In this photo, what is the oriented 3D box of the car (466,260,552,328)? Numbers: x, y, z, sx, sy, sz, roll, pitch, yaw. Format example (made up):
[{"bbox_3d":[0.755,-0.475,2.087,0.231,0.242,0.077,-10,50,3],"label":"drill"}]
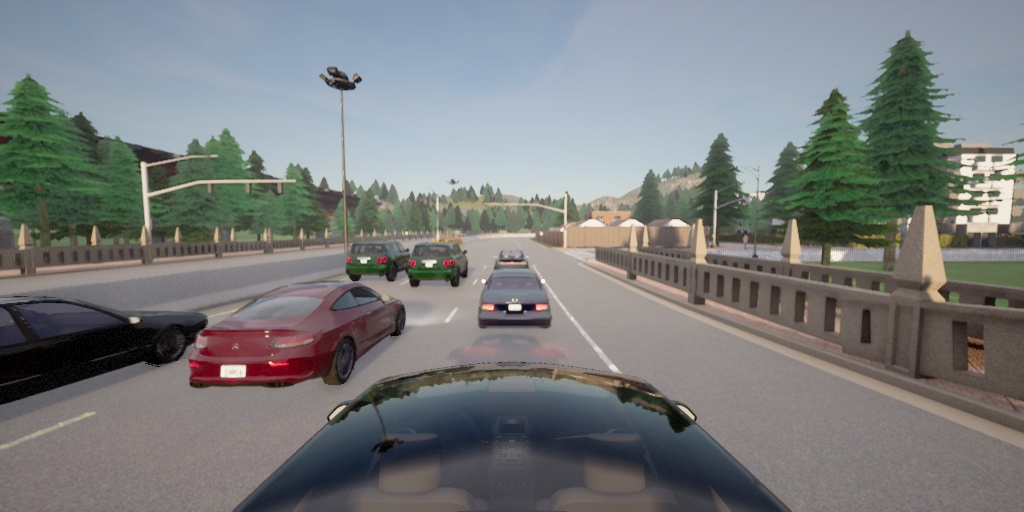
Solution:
[{"bbox_3d":[0.047,1.064,10.416,2.033,1.411,5.357,0,3,0],"label":"car"}]

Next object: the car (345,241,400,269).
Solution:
[{"bbox_3d":[-7.022,0.167,19.615,2.150,2.045,5.566,0,4,0],"label":"car"}]

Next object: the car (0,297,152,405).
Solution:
[{"bbox_3d":[-6.916,1.254,4.684,2.033,1.411,5.357,0,1,0],"label":"car"}]

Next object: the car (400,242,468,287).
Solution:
[{"bbox_3d":[-3.507,0.293,17.790,2.150,2.045,5.566,0,4,0],"label":"car"}]

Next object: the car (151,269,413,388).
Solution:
[{"bbox_3d":[-3.427,1.181,6.668,1.812,1.442,4.674,0,2,-1],"label":"car"}]

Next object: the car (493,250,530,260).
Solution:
[{"bbox_3d":[-0.024,0.408,20.108,2.128,1.511,4.902,0,4,0],"label":"car"}]
